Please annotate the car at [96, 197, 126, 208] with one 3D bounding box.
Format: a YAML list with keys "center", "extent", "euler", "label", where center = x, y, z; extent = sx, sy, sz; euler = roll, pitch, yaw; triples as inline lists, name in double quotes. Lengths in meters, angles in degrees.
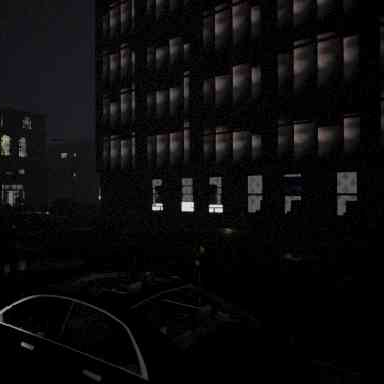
- center: [-12.416, 1.643, 51.193]
  extent: [1.967, 1.590, 4.097]
  euler: [-1, -1, 36]
  label: "car"

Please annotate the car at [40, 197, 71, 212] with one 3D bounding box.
- center: [-16.394, 1.489, 41.408]
  extent: [2.097, 1.767, 4.553]
  euler: [0, -1, 37]
  label: "car"

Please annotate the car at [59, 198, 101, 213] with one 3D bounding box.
- center: [-12.197, 1.683, 37.287]
  extent: [1.802, 1.307, 4.206]
  euler: [-1, -1, 36]
  label: "car"

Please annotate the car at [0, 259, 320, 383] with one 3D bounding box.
- center: [-0.978, 1.551, 3.574]
  extent: [4.403, 1.369, 2.008]
  euler: [0, 0, 35]
  label: "car"
